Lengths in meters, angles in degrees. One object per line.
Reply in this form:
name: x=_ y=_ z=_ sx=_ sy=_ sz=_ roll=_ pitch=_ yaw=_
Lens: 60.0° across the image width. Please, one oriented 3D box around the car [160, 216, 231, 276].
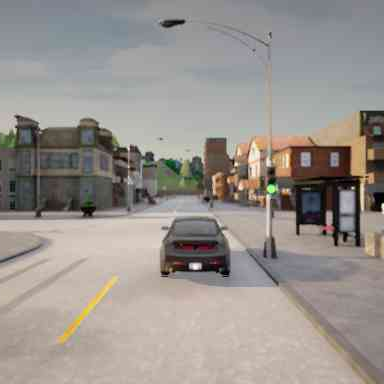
car: x=0.086 y=1.494 z=10.278 sx=1.837 sy=1.490 sz=4.892 roll=0 pitch=0 yaw=0
